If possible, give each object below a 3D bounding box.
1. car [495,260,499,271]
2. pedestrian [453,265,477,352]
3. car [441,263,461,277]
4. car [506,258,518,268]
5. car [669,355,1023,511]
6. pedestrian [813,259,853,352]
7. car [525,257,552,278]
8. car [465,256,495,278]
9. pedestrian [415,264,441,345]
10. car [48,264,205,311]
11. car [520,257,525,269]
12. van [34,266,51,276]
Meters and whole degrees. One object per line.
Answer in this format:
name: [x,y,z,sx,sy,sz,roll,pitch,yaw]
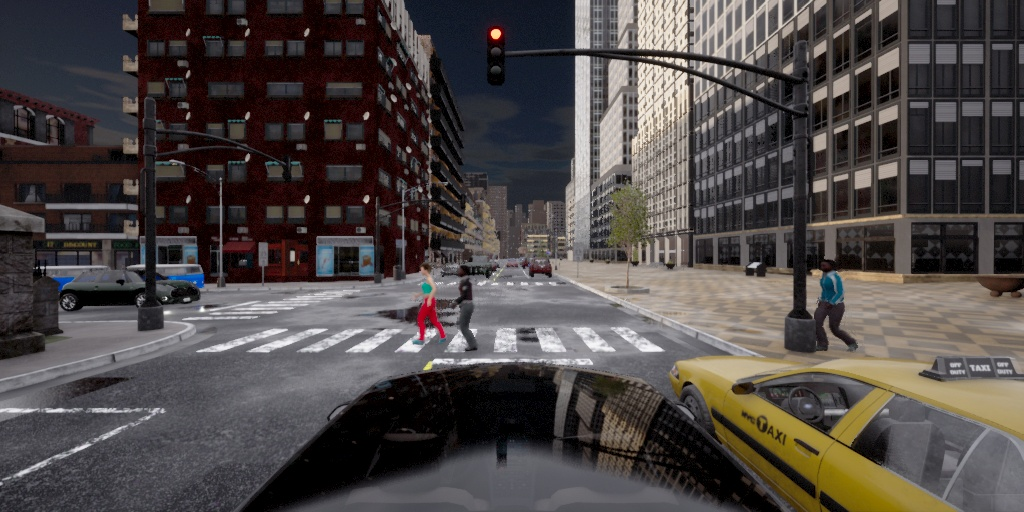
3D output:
car: [-3.074,1.119,44.985,2.097,1.767,4.553,0,0,0]
pedestrian: [-0.961,1.053,7.531,0.375,1.860,0.375,0,0,0]
car: [-5.678,1.308,34.599,2.007,1.370,4.403,0,0,0]
car: [0.024,1.357,63.789,1.994,1.385,4.181,0,0,0]
car: [2.689,1.275,2.353,1.751,1.417,4.829,0,0,0]
pedestrian: [6.097,0.891,6.850,0.375,1.860,0.375,0,0,0]
car: [2.702,1.073,34.595,2.192,1.841,5.009,0,0,0]
car: [-3.072,0.979,33.655,2.150,2.045,5.566,0,0,0]
pedestrian: [-1.885,1.058,8.065,0.375,1.860,0.375,0,0,0]
car: [-16.429,1.351,15.612,4.553,1.767,2.097,-1,0,-1]
car: [2.711,1.097,56.700,2.192,1.841,5.009,0,0,0]
van: [-26.297,1.480,21.316,3.998,1.789,1.690,0,0,0]
